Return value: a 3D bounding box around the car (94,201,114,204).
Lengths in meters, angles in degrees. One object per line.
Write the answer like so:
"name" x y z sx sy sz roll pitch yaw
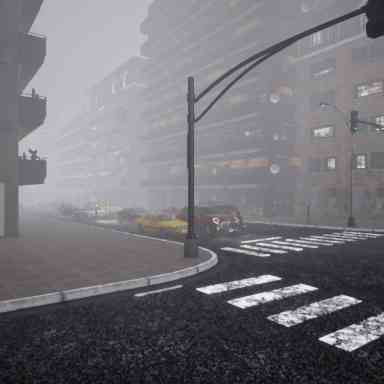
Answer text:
"car" -12.431 2.290 49.534 1.801 1.575 5.366 0 -1 -36

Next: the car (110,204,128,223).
"car" -4.750 2.005 28.350 2.033 1.411 5.357 0 -1 -36

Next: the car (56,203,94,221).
"car" -11.938 2.163 33.808 1.887 1.381 4.507 -1 0 -36

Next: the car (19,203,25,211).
"car" -31.929 2.770 61.288 1.887 1.381 4.507 -1 0 -36

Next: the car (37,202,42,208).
"car" -35.210 3.050 79.986 1.887 1.381 4.507 -1 0 -36

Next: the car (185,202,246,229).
"car" 1.632 1.684 25.017 2.097 1.767 4.553 0 -1 -36

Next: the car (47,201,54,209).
"car" -28.552 2.623 70.827 2.192 1.841 5.009 -1 0 -36

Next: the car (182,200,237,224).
"car" 1.432 1.713 29.608 2.192 1.841 5.009 -1 0 -36

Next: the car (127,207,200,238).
"car" -1.844 1.833 19.930 1.752 1.417 4.829 -1 0 -36

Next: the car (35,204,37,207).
"car" -38.536 3.168 84.569 1.947 1.339 4.313 -1 0 -36

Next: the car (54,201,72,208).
"car" -16.784 2.352 44.974 1.812 1.442 4.674 0 -1 -36

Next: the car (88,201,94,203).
"car" -16.451 2.307 54.996 2.097 1.767 4.553 0 -1 -36

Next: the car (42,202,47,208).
"car" -31.877 2.973 75.406 1.947 1.339 4.313 -1 0 -36

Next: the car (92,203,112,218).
"car" -10.806 2.244 36.687 1.895 1.301 4.718 0 -1 -36

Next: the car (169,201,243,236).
"car" 0.885 1.635 20.617 2.097 1.767 4.553 0 -1 -36

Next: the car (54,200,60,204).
"car" -25.220 2.524 66.246 2.192 1.841 5.009 -1 0 -36
